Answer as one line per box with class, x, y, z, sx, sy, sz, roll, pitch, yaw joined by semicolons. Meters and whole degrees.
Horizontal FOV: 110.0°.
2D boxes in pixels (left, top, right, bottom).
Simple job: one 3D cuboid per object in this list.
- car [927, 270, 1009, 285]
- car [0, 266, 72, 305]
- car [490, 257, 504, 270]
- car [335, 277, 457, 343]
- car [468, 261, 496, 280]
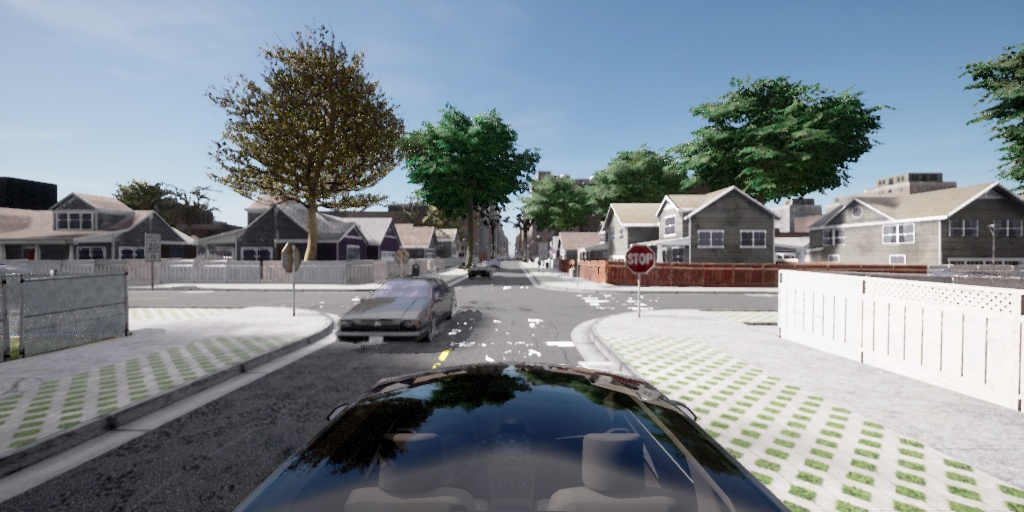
car;21.317;1.404;17.279;5.357;1.411;2.033;0;0;0
car;-20.638;1.137;14.421;4.892;1.490;1.837;0;0;0
car;-2.639;1.219;52.900;2.033;1.411;5.357;0;0;0
car;-2.728;1.288;9.874;2.033;1.411;5.357;0;0;0
car;-2.684;1.315;31.155;1.895;1.301;4.718;0;0;0
